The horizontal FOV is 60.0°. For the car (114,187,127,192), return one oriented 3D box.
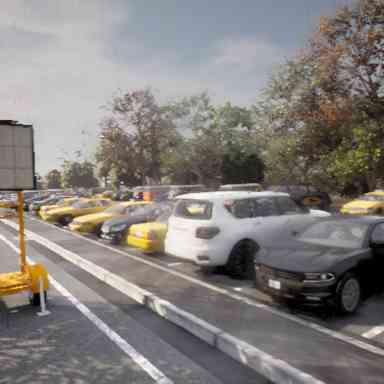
[{"bbox_3d":[-6.880,0.243,44.182,5.566,2.045,2.435,-3,2,-36],"label":"car"}]

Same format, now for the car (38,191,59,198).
[{"bbox_3d":[-37.480,0.634,86.983,4.553,1.767,2.185,-3,1,-36],"label":"car"}]

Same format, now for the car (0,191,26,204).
[{"bbox_3d":[-28.864,0.875,52.454,4.553,1.767,2.185,-3,2,-36],"label":"car"}]

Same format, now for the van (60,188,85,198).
[{"bbox_3d":[-24.758,0.230,69.023,4.442,1.987,1.878,-3,1,-36],"label":"van"}]

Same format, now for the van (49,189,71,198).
[{"bbox_3d":[-30.923,0.365,78.052,4.442,1.987,1.878,-3,1,-36],"label":"van"}]

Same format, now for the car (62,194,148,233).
[{"bbox_3d":[-3.145,1.151,16.252,5.366,1.575,1.946,-3,2,-36],"label":"car"}]

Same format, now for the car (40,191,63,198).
[{"bbox_3d":[-35.916,0.720,84.847,5.008,1.535,2.097,-3,1,-36],"label":"car"}]

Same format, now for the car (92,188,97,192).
[{"bbox_3d":[-13.366,0.517,53.321,4.674,1.452,2.002,-3,2,-36],"label":"car"}]

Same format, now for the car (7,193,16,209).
[{"bbox_3d":[-15.935,1.061,34.396,4.792,1.488,2.163,-3,2,-36],"label":"car"}]

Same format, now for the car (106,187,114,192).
[{"bbox_3d":[-8.492,0.239,46.435,5.566,2.045,2.435,-3,2,-36],"label":"car"}]

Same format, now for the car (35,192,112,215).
[{"bbox_3d":[-7.690,1.060,23.238,5.366,1.575,1.946,-3,2,-36],"label":"car"}]

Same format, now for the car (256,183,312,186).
[{"bbox_3d":[7.670,0.360,23.947,5.566,2.045,2.435,-3,2,-36],"label":"car"}]

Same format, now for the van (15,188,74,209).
[{"bbox_3d":[-14.210,0.804,32.217,4.442,1.987,1.878,-3,2,-36],"label":"van"}]

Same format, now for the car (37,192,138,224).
[{"bbox_3d":[-6.447,1.096,20.865,5.366,1.575,1.946,-3,2,-36],"label":"car"}]

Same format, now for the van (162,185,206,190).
[{"bbox_3d":[-0.488,0.290,35.111,4.442,1.987,1.878,-3,2,-36],"label":"van"}]

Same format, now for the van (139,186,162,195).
[{"bbox_3d":[-3.538,0.270,39.761,4.442,1.987,1.878,-3,2,-36],"label":"van"}]

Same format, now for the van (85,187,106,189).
[{"bbox_3d":[-14.894,0.243,55.634,4.442,1.987,1.878,-3,2,-36],"label":"van"}]

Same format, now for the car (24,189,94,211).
[{"bbox_3d":[-11.047,0.918,27.656,4.553,1.767,2.185,-3,2,-36],"label":"car"}]

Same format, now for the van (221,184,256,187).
[{"bbox_3d":[4.446,0.327,28.604,4.442,1.987,1.878,-3,2,-36],"label":"van"}]

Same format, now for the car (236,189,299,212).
[{"bbox_3d":[6.019,0.615,26.174,4.792,1.488,2.163,-3,2,-36],"label":"car"}]

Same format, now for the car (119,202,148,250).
[{"bbox_3d":[0.389,1.191,11.954,5.366,1.575,1.946,-3,2,-36],"label":"car"}]

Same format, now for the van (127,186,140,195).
[{"bbox_3d":[-5.340,0.276,41.878,4.442,1.987,1.878,-3,2,-36],"label":"van"}]

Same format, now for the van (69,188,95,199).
[{"bbox_3d":[-21.341,0.228,64.646,4.442,1.987,1.878,-3,2,-36],"label":"van"}]

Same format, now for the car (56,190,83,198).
[{"bbox_3d":[-26.174,0.473,71.229,5.008,1.535,2.097,-3,1,-36],"label":"car"}]

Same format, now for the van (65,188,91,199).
[{"bbox_3d":[-22.880,0.224,66.797,4.442,1.987,1.878,-3,2,-36],"label":"van"}]

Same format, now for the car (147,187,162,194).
[{"bbox_3d":[-2.010,0.504,37.449,5.008,1.535,2.097,-3,2,-36],"label":"car"}]

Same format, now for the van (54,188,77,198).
[{"bbox_3d":[-27.893,0.293,73.409,4.442,1.987,1.878,-3,1,-36],"label":"van"}]

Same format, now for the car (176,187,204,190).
[{"bbox_3d":[1.233,0.549,32.960,4.792,1.488,2.163,-3,2,-36],"label":"car"}]

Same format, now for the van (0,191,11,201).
[{"bbox_3d":[-38.617,0.830,65.938,4.442,1.987,1.878,-3,1,-36],"label":"van"}]

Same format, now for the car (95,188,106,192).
[{"bbox_3d":[-11.689,0.481,50.961,5.008,1.535,2.097,-3,2,-36],"label":"car"}]

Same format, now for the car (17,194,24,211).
[{"bbox_3d":[-12.657,1.066,29.914,4.792,1.488,2.163,-3,2,-36],"label":"car"}]

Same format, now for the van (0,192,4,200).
[{"bbox_3d":[-46.495,1.024,77.367,4.442,1.987,1.878,-3,1,-36],"label":"van"}]

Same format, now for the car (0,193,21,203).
[{"bbox_3d":[-32.062,1.032,56.994,4.674,1.452,2.002,-3,2,-36],"label":"car"}]

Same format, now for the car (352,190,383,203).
[{"bbox_3d":[10.727,0.673,19.326,5.366,1.575,1.946,-3,2,-36],"label":"car"}]

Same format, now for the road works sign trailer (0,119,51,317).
[{"bbox_3d":[-4.264,0.401,6.267,2.380,3.560,2.880,-3,2,-37],"label":"road works sign trailer"}]

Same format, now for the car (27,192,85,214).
[{"bbox_3d":[-9.456,1.056,25.377,4.892,1.521,2.231,-3,2,-36],"label":"car"}]

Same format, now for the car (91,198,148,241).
[{"bbox_3d":[-1.373,1.175,14.107,4.892,1.521,2.231,-3,2,-36],"label":"car"}]

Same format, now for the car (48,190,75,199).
[{"bbox_3d":[-29.548,0.559,75.625,5.366,1.575,1.946,-3,1,-36],"label":"car"}]

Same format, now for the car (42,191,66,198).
[{"bbox_3d":[-34.233,0.677,82.491,5.008,1.535,2.097,-3,1,-36],"label":"car"}]

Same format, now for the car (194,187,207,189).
[{"bbox_3d":[2.769,0.564,30.813,4.792,1.488,2.163,-3,2,-36],"label":"car"}]

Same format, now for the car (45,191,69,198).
[{"bbox_3d":[-32.623,0.638,80.237,4.892,1.521,2.231,-3,1,-36],"label":"car"}]

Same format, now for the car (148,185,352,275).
[{"bbox_3d":[1.870,0.978,9.597,5.566,2.045,2.435,-3,2,-36],"label":"car"}]

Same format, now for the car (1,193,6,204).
[{"bbox_3d":[-19.166,1.053,38.912,4.792,1.488,2.163,-3,2,-36],"label":"car"}]

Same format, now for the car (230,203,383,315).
[{"bbox_3d":[3.474,1.258,7.335,5.008,1.535,2.097,-3,2,-36],"label":"car"}]

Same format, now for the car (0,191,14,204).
[{"bbox_3d":[-20.909,1.023,41.078,5.366,1.575,1.946,-3,2,-36],"label":"car"}]

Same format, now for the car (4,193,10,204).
[{"bbox_3d":[-17.551,1.057,36.654,4.792,1.488,2.163,-3,2,-36],"label":"car"}]

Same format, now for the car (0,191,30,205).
[{"bbox_3d":[-27.249,0.879,50.196,4.553,1.767,2.185,-3,2,-36],"label":"car"}]
